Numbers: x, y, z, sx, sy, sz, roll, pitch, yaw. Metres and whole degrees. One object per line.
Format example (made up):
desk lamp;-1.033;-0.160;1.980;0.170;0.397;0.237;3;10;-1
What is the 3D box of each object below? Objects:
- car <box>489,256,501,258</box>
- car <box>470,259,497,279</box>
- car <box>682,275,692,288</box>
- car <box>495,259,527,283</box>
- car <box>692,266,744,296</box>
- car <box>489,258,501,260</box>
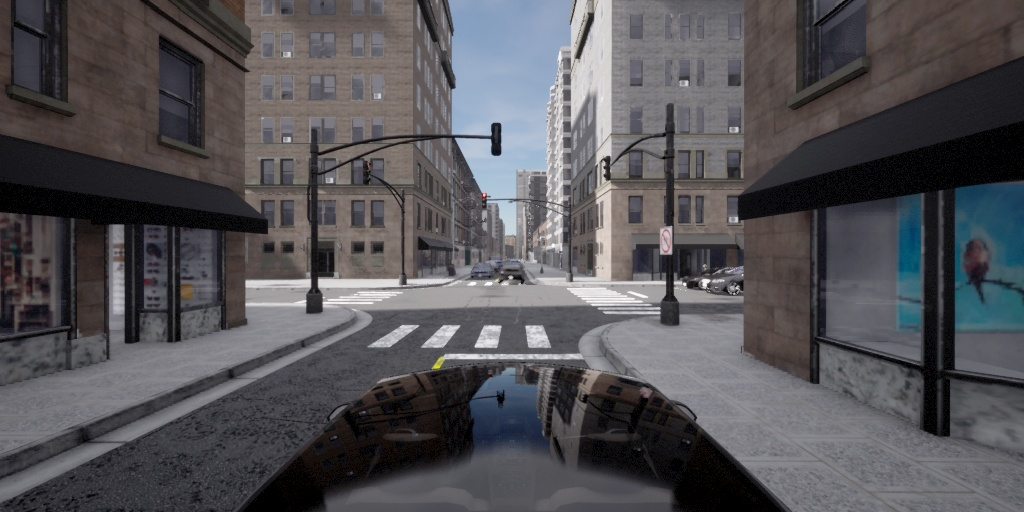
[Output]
car;-2.618;1.005;54.436;2.150;2.045;5.566;0;0;1
car;-2.718;1.305;33.471;2.033;1.411;5.357;0;0;0
car;12.448;1.313;21.314;4.313;1.339;1.948;0;0;0
car;0.050;1.258;27.574;1.837;1.490;4.892;1;0;3
car;12.546;1.247;18.775;4.902;1.511;2.128;0;0;0
car;-2.673;1.293;43.759;1.812;1.442;4.674;0;0;0
